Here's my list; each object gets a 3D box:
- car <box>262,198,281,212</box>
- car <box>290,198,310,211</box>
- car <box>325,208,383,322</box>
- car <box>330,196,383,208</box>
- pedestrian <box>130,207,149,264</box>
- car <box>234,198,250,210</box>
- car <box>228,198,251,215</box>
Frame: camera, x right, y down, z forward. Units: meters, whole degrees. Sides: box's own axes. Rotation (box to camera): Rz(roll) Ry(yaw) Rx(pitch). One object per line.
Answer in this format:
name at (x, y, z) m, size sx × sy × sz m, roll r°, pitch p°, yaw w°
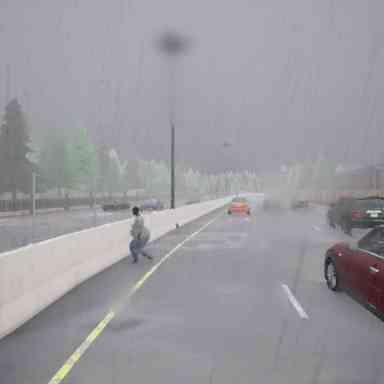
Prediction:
car at (9.236, 1.504, 38.484) m, size 1.837 × 1.490 × 4.892 m, roll 0°, pitch 0°, yaw 10°
car at (13.181, 1.504, 40.706) m, size 1.837 × 1.490 × 4.892 m, roll 0°, pitch 0°, yaw 10°
car at (4.056, 1.351, 5.989) m, size 2.097 × 1.767 × 4.553 m, roll 0°, pitch 0°, yaw 4°
car at (9.329, 1.221, 18.853) m, size 2.150 × 2.045 × 5.566 m, roll 0°, pitch 0°, yaw 10°
pedestrian at (-1.621, 1.294, 10.201) m, size 0.375 × 1.860 × 0.375 m, roll 0°, pitch 0°, yaw 7°
car at (6.633, 1.564, 44.085) m, size 1.994 × 1.385 × 4.181 m, roll 0°, pitch 0°, yaw 10°
car at (4.914, 1.352, 34.211) m, size 2.097 × 1.767 × 4.553 m, roll 0°, pitch 0°, yaw 10°
